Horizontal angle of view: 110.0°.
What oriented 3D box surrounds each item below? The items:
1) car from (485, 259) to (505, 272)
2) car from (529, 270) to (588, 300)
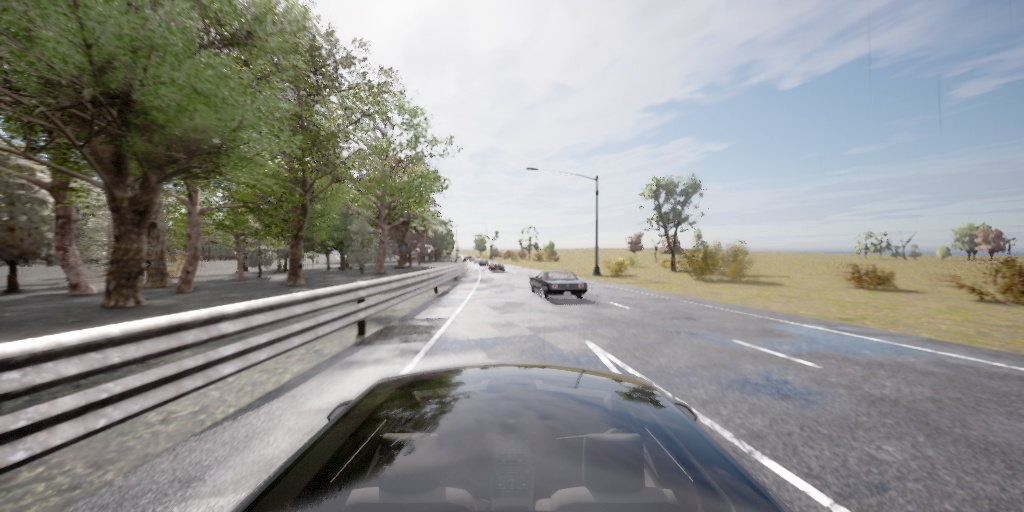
[{"bbox_3d":[-2.146,1.389,47.716,1.895,1.301,4.718,0,0,-8],"label":"car"},{"bbox_3d":[2.141,1.370,18.056,1.895,1.301,4.718,0,0,-8],"label":"car"}]
